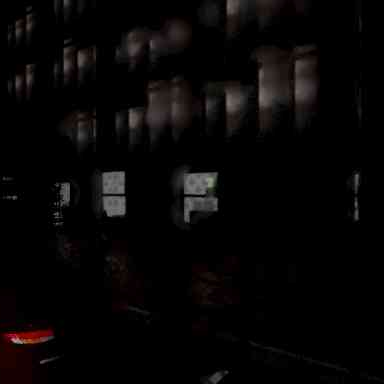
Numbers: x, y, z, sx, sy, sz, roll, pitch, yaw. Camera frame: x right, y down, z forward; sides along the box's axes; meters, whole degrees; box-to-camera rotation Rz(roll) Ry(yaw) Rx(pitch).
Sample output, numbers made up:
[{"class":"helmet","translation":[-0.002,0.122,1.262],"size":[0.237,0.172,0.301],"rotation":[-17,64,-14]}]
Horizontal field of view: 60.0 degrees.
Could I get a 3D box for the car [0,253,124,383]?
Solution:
[{"class":"car","translation":[-2.799,1.577,4.867],"size":[4.206,1.307,1.802],"rotation":[0,0,35]}]
